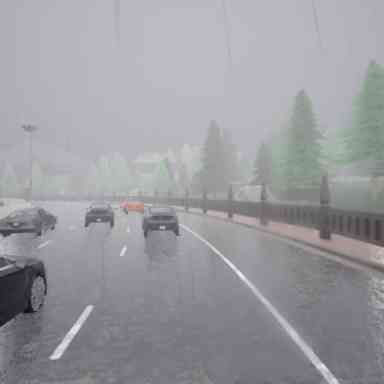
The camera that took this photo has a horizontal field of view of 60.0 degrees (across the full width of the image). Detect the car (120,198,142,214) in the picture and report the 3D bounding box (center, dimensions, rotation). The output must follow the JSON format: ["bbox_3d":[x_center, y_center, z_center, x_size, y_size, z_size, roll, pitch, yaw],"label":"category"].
[{"bbox_3d":[-6.553,1.375,36.021,2.097,1.767,4.553,0,0,-20],"label":"car"}]

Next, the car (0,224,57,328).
[{"bbox_3d":[-3.705,1.505,4.697,2.128,1.511,4.902,0,0,-3],"label":"car"}]

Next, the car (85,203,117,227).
[{"bbox_3d":[-6.406,1.528,23.404,1.837,1.490,4.892,0,0,-13],"label":"car"}]

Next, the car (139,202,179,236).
[{"bbox_3d":[-1.854,1.511,18.710,1.837,1.490,4.892,0,0,-10],"label":"car"}]

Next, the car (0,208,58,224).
[{"bbox_3d":[-8.819,1.579,18.280,2.033,1.411,5.357,0,0,-11],"label":"car"}]
